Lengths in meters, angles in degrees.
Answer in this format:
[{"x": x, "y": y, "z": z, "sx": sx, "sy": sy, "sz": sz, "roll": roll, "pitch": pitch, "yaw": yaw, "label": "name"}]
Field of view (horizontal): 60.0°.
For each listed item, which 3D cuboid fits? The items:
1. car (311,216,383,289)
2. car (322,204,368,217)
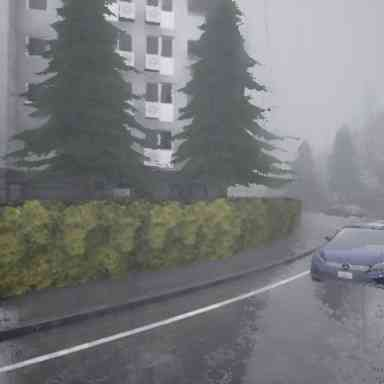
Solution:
[{"x": 4.892, "y": 1.623, "z": 9.284, "sx": 1.812, "sy": 1.442, "sz": 4.674, "roll": 0, "pitch": 0, "yaw": 39, "label": "car"}, {"x": 15.308, "y": 1.885, "z": 33.528, "sx": 2.033, "sy": 1.411, "sz": 5.357, "roll": 0, "pitch": 0, "yaw": -9, "label": "car"}]
